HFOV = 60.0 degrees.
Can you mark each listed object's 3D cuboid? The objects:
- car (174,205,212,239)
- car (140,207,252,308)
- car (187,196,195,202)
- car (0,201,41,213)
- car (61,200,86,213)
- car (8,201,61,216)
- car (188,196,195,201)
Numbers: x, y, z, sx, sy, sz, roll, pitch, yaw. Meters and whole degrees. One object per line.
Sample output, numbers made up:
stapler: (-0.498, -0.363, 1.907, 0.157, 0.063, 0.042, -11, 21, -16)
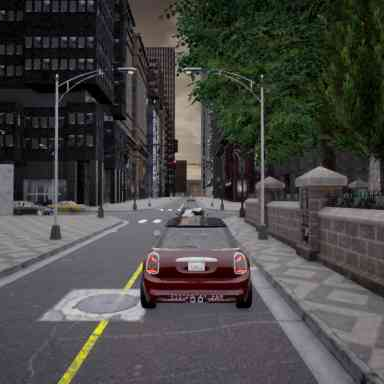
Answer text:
car: (0.047, 1.541, 18.197, 1.812, 1.442, 4.674, 0, 0, 0)
car: (0.076, 1.357, 8.070, 2.097, 1.767, 4.553, 0, 0, 0)
car: (-0.220, 1.730, 79.689, 2.033, 1.411, 5.357, 0, 0, 0)
car: (-20.218, 1.708, 38.654, 4.403, 1.369, 2.008, 0, -1, 0)
car: (-14.876, 1.675, 38.639, 4.829, 1.417, 1.752, 0, -1, 0)
car: (-14.720, 1.517, 30.115, 4.403, 1.369, 2.008, 0, -1, 0)
car: (-0.249, 1.710, 90.108, 1.812, 1.442, 4.674, 0, 0, 0)
